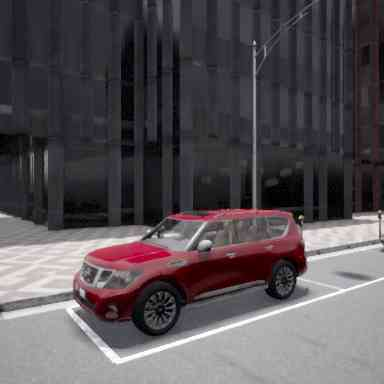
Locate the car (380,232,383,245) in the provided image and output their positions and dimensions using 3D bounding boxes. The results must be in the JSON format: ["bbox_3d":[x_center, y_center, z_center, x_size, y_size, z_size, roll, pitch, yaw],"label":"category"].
[{"bbox_3d":[9.308,1.524,13.289,4.829,1.417,1.752,0,0,-35],"label":"car"}]

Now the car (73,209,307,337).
[{"bbox_3d":[0.269,1.314,6.842,5.009,1.841,2.192,0,0,-36],"label":"car"}]
